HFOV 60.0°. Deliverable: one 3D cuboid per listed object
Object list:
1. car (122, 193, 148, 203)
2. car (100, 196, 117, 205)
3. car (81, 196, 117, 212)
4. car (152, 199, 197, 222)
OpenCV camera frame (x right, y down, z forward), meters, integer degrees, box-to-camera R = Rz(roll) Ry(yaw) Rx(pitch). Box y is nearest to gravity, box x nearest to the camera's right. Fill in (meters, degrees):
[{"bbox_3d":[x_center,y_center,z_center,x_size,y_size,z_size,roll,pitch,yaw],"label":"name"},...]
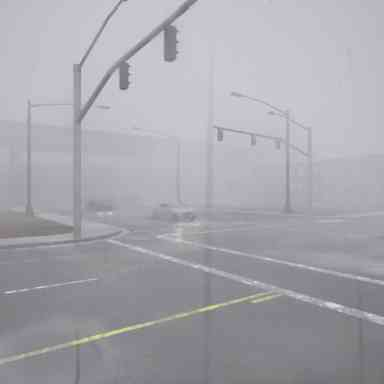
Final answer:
[{"bbox_3d":[-12.256,1.223,69.394,2.150,2.045,5.566,0,0,30],"label":"car"},{"bbox_3d":[-14.949,1.526,59.828,1.812,1.442,4.674,0,0,3],"label":"car"},{"bbox_3d":[-11.053,1.547,39.395,2.033,1.411,5.357,0,0,-36],"label":"car"},{"bbox_3d":[-1.523,1.526,26.477,1.812,1.442,4.674,0,0,-36],"label":"car"}]
